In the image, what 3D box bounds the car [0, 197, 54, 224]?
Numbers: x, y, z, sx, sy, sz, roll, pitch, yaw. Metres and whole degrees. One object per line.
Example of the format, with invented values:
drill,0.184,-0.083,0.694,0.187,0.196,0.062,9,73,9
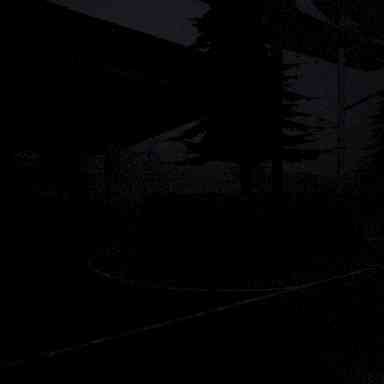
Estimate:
car,-11.955,1.313,23.487,3.866,1.878,1.905,0,0,-36
